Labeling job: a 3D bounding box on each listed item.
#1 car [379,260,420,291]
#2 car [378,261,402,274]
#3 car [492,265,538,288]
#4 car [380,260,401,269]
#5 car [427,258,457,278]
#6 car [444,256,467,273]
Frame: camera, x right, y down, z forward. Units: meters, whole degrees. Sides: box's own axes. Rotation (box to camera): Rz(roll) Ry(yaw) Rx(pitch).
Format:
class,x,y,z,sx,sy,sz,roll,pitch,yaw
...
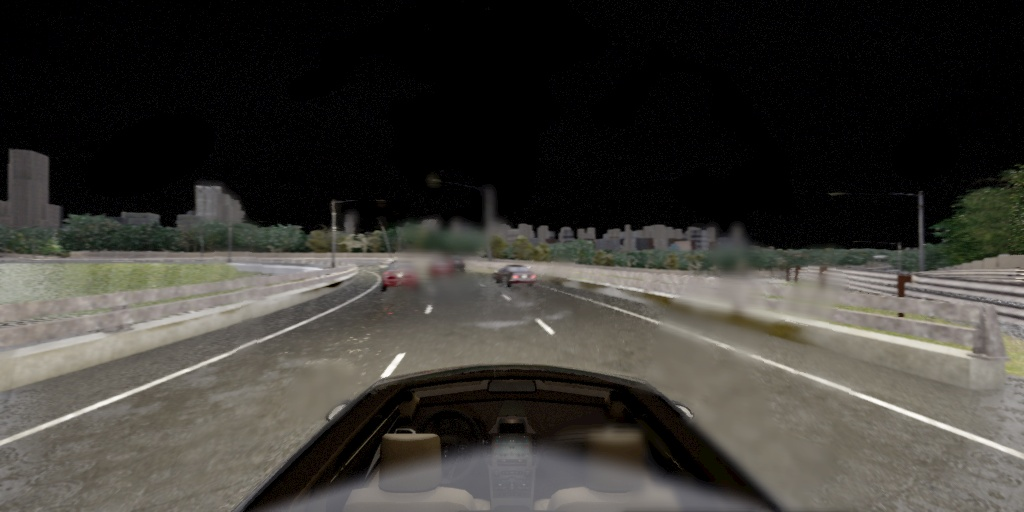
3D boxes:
class,x,y,z,sx,sy,sz,roll,pitch,yaw
car,-6.792,1.093,22.044,2.097,1.767,4.553,0,0,-16
car,-14.207,1.328,41.637,1.895,1.301,4.718,0,0,-27
car,0.082,1.294,23.983,2.033,1.411,5.357,0,0,-16
car,-19.319,1.320,57.059,1.895,1.301,4.718,0,0,-35
car,-6.795,1.215,33.574,1.882,1.535,5.008,0,0,-21
car,-7.250,0.959,43.407,2.150,2.045,5.566,0,0,-27
